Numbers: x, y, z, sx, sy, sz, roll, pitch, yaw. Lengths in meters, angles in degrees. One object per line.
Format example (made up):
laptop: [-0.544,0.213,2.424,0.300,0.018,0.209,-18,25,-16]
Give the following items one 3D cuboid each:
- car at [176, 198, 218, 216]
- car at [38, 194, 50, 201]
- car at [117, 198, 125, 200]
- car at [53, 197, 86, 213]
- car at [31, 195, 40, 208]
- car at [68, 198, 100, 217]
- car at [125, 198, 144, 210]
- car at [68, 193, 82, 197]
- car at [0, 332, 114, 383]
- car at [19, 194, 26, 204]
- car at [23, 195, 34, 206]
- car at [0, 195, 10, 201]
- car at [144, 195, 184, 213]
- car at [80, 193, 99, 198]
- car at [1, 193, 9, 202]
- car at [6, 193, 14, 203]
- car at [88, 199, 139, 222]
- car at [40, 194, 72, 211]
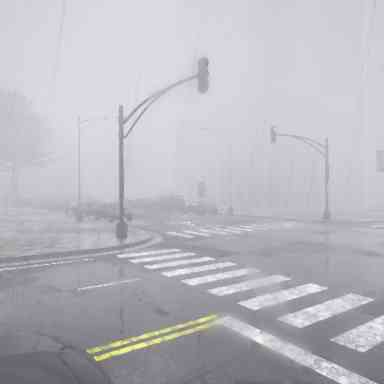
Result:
car: [0.713,1.486,30.805,1.802,1.307,4.206,0,0,-36]
car: [-36.049,1.293,80.974,1.752,1.417,4.829,0,0,-36]
car: [-9.285,1.417,44.450,1.947,1.339,4.313,0,0,-36]
car: [-12.832,1.493,34.866,1.802,1.307,4.206,0,0,-36]
car: [-19.499,1.463,43.964,1.802,1.307,4.206,0,0,-36]
car: [-9.499,1.494,30.318,1.947,1.339,4.313,0,0,-36]
car: [-5.953,1.434,39.902,1.947,1.339,4.313,0,0,-36]
car: [-19.285,1.129,58.094,2.192,1.841,5.009,0,0,-36]
car: [-2.721,1.505,1.489,4.892,1.490,1.837,0,0,-37]
car: [-26.166,1.423,53.062,1.947,1.339,4.313,0,0,-36]
car: [-22.731,1.394,48.375,1.752,1.417,4.829,0,0,-36]
car: [-42.831,1.393,75.806,1.802,1.307,4.206,0,0,-36]
car: [-2.621,1.200,35.353,2.192,1.841,5.009,0,0,-36]
car: [-15.952,1.369,53.546,1.887,1.381,4.507,0,0,-36]
car: [-36.166,1.143,66.708,2.192,1.841,5.009,0,0,-36]
car: [-32.832,1.382,62.159,1.887,1.381,4.507,0,0,-36]
car: [-6.165,1.514,25.768,1.947,1.339,4.313,0,0,-36]
car: [-16.165,1.335,39.414,1.967,1.590,4.097,0,0,-36]
